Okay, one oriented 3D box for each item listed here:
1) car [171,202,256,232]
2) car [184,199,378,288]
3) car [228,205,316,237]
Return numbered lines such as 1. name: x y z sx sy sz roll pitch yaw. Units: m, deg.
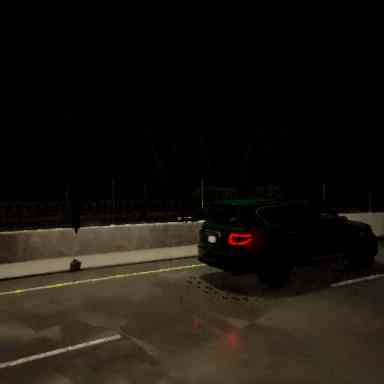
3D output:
1. car: 1.363 1.467 20.729 4.902 1.511 2.128 0 0 -27
2. car: 2.791 1.209 9.378 5.566 2.045 2.150 0 0 -30
3. car: 4.470 1.498 18.406 4.674 1.442 1.812 0 0 -26
